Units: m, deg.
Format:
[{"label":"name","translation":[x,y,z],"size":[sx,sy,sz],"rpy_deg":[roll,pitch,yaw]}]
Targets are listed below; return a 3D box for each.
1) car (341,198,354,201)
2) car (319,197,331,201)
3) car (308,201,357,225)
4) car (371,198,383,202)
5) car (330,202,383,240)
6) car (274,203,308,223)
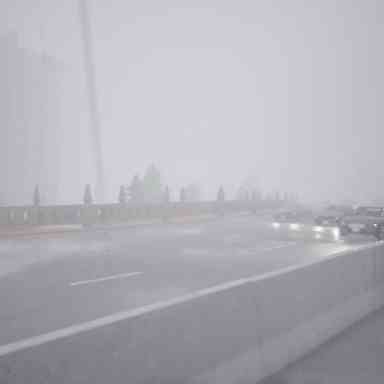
[{"label":"car","translation":[28.366,1.788,60.297],"size":[1.895,1.301,4.718],"rpy_deg":[-1,0,13]},{"label":"car","translation":[25.492,1.754,63.706],"size":[1.812,1.442,4.674],"rpy_deg":[-1,0,13]},{"label":"car","translation":[10.489,1.604,23.969],"size":[2.033,1.411,5.357],"rpy_deg":[0,0,39]},{"label":"car","translation":[29.882,1.685,52.928],"size":[1.994,1.385,4.181],"rpy_deg":[-1,0,18]},{"label":"car","translation":[9.331,1.520,17.418],"size":[2.128,1.511,4.902],"rpy_deg":[0,0,42]},{"label":"car","translation":[8.325,1.607,26.948],"size":[1.812,1.442,4.674],"rpy_deg":[0,0,38]}]
